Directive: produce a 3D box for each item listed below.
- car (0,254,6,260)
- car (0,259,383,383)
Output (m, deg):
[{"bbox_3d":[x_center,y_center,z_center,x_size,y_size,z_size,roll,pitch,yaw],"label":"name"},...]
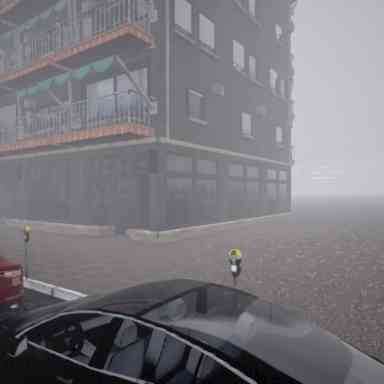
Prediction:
[{"bbox_3d":[-5.063,1.544,6.470,4.507,1.381,1.887,0,0,35],"label":"car"},{"bbox_3d":[-0.468,1.566,3.205,4.313,1.339,1.947,0,0,35],"label":"car"}]
